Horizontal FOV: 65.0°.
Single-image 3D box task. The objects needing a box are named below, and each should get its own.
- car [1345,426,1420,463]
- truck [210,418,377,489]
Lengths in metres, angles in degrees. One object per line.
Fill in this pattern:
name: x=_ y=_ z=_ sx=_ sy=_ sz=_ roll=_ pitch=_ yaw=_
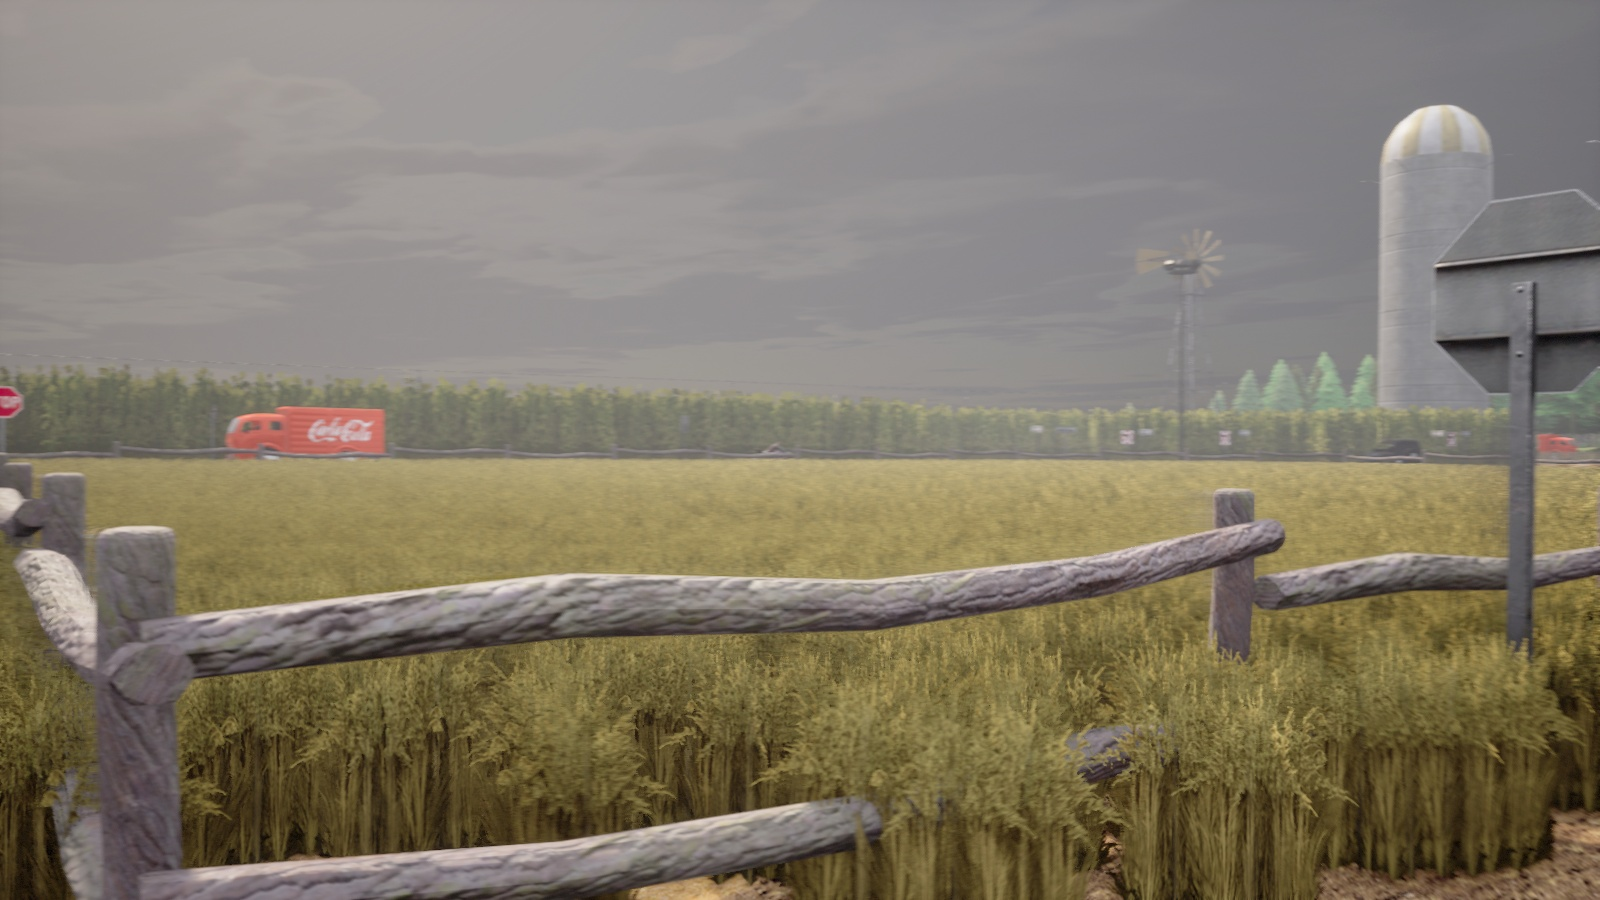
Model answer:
car: x=30.310 y=-0.287 z=65.462 sx=1.905 sy=1.878 sz=3.866 roll=-1 pitch=0 yaw=-4
truck: x=-18.493 y=0.083 z=45.924 sx=5.204 sy=2.467 sz=2.627 roll=-1 pitch=0 yaw=-34
